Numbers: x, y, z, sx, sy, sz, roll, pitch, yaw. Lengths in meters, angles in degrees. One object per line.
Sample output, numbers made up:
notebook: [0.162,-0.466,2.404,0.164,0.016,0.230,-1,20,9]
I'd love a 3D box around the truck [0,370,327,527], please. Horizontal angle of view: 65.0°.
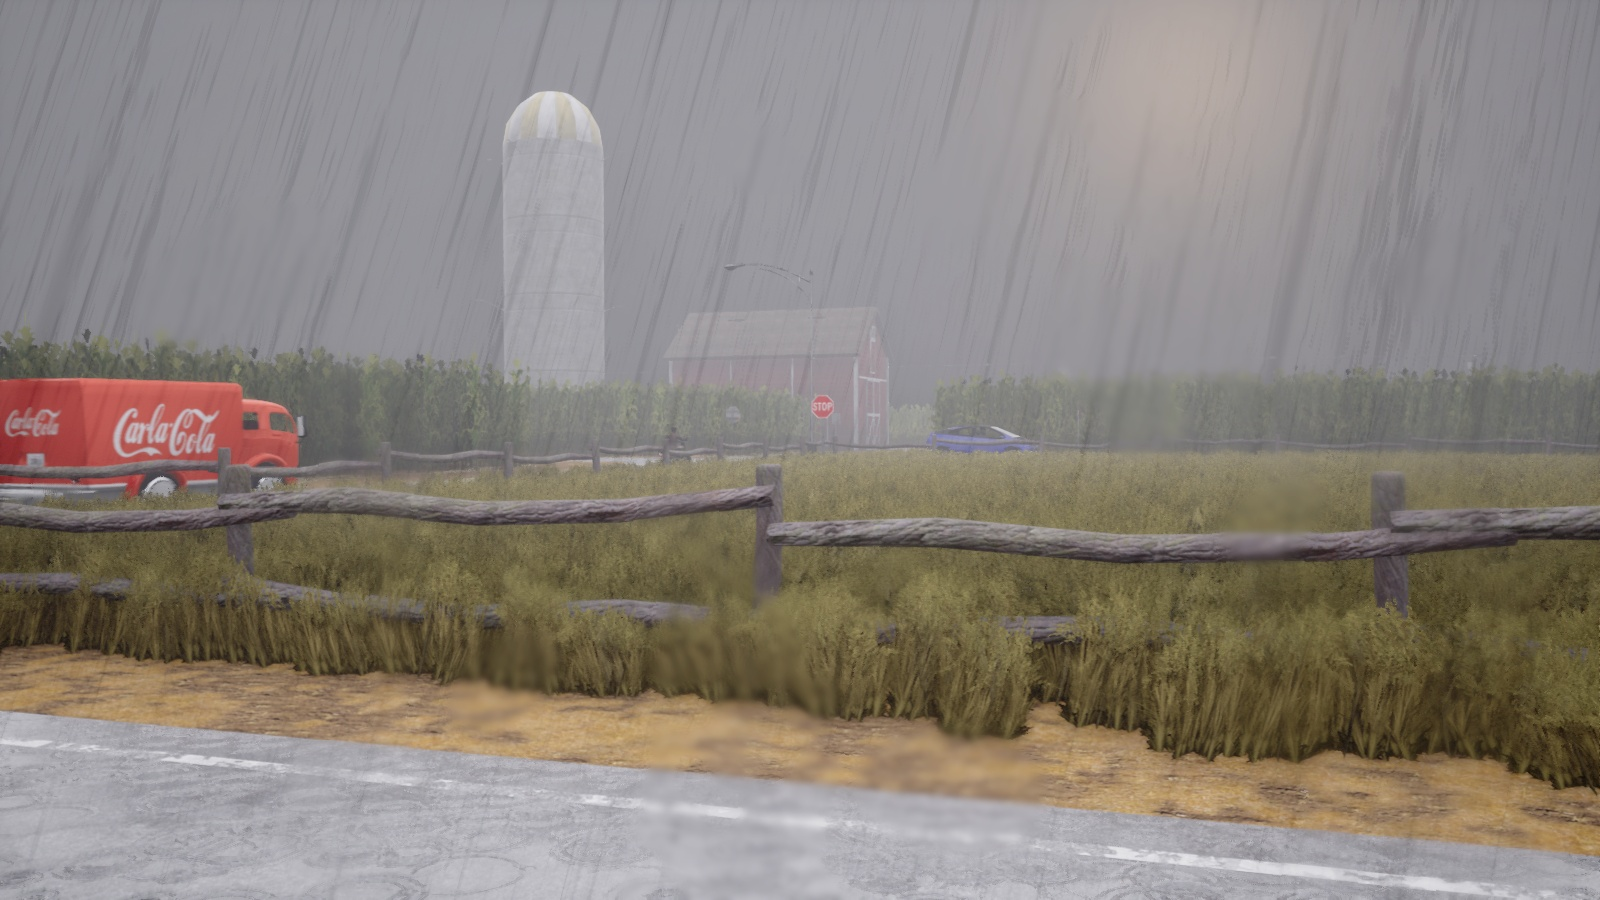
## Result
truck: [-11.364,-0.071,22.516,2.627,2.467,5.204,1,1,20]

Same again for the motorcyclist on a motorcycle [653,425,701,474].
motorcyclist on a motorcycle: [-4.253,-0.033,43.498,0.766,1.649,2.350,0,1,18]

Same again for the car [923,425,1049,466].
car: [7.324,-0.204,49.505,4.514,1.525,2.007,1,1,25]
